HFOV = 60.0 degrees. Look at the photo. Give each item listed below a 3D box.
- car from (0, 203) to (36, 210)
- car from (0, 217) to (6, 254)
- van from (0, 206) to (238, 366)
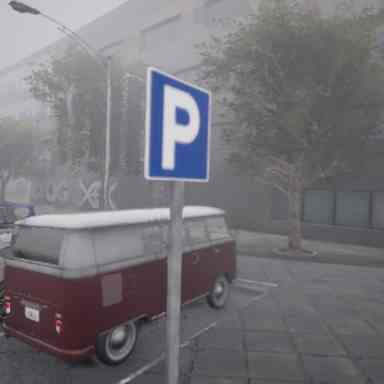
[{"bbox_3d":[-7.642,1.430,10.709,2.435,2.045,5.566,-2,-1,36],"label":"car"},{"bbox_3d":[-9.908,1.793,12.327,2.163,1.488,4.792,-2,-1,36],"label":"car"},{"bbox_3d":[-0.759,1.278,5.970,1.878,1.987,4.442,-1,-1,36],"label":"van"}]
